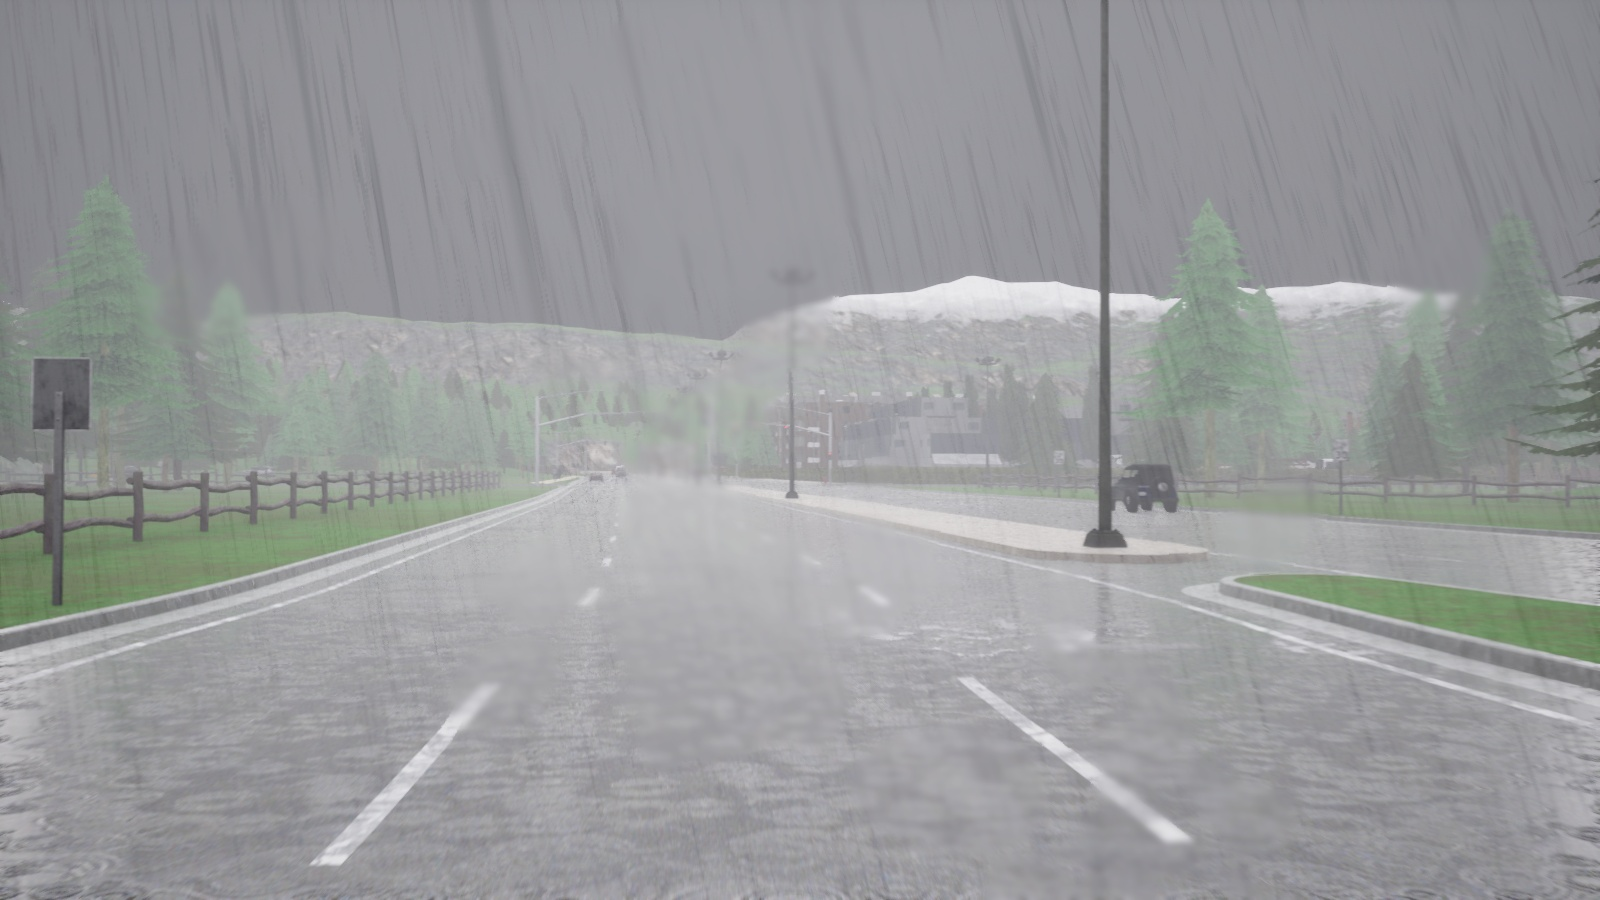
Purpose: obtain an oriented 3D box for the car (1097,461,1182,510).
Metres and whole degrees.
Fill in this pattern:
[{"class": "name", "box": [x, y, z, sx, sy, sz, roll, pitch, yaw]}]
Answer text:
[{"class": "car", "box": [13.360, 1.378, 49.656, 1.905, 1.878, 3.866, 0, -1, -8]}]
